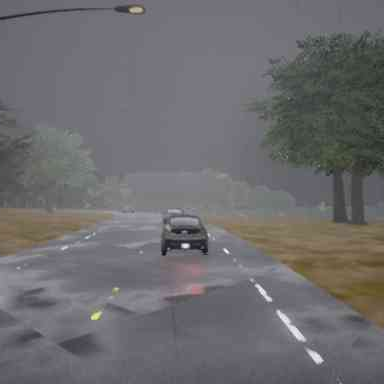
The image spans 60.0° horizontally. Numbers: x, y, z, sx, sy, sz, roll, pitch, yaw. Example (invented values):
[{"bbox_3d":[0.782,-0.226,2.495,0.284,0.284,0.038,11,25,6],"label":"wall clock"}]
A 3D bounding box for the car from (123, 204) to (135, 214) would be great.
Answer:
[{"bbox_3d":[-13.181,3.576,69.588,2.150,2.045,5.566,1,-3,-15],"label":"car"}]

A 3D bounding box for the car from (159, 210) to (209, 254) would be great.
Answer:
[{"bbox_3d":[-0.361,1.732,14.462,1.837,1.490,4.892,0,-1,-3],"label":"car"}]

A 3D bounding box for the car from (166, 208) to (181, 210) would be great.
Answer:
[{"bbox_3d":[-1.649,2.146,29.606,1.812,1.442,4.674,0,-2,-6],"label":"car"}]
